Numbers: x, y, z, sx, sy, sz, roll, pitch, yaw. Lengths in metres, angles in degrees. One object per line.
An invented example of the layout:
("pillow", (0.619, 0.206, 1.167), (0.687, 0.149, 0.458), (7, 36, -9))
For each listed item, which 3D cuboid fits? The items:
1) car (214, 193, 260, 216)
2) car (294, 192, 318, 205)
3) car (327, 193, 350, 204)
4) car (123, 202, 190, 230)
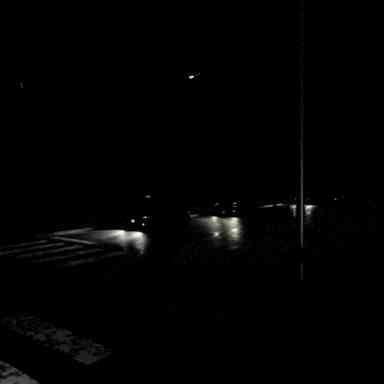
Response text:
("car", (3.649, 0.912, 26.584), (2.097, 1.767, 4.553), (0, 1, 36))
("car", (14.257, 0.775, 41.323), (1.837, 1.490, 4.892), (0, 0, 36))
("car", (18.434, 0.799, 41.725), (1.994, 1.385, 4.181), (0, 1, 36))
("car", (-1.905, 1.285, 18.825), (1.994, 1.385, 4.181), (0, 1, 35))
